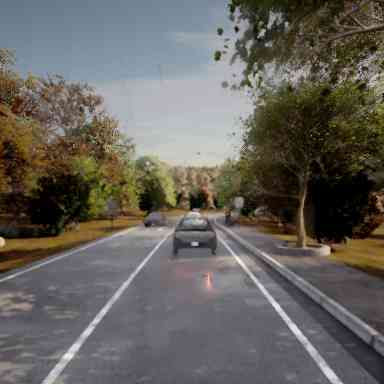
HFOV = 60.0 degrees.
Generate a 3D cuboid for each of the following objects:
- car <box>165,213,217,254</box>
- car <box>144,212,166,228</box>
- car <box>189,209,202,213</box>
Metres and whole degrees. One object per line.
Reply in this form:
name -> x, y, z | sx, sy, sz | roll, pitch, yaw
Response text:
car -> 0.120, 1.940, 15.537 | 2.128, 1.511, 4.902 | 0, -2, 0
car -> -3.530, 2.731, 32.980 | 2.033, 1.411, 5.357 | 0, -2, 0
car -> 0.154, 2.676, 32.118 | 1.812, 1.442, 4.674 | 0, -2, 0
